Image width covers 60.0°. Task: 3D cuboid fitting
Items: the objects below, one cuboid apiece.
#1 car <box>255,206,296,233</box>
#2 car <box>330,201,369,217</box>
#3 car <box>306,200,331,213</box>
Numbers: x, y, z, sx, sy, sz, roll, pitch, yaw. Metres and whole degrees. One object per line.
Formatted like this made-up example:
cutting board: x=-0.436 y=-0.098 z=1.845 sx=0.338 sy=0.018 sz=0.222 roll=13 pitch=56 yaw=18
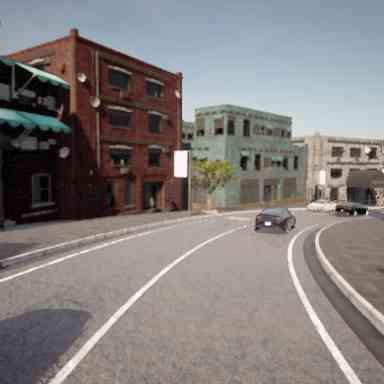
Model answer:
car: x=5.147 y=1.588 z=20.309 sx=1.812 sy=1.442 sz=4.674 roll=3 pitch=1 yaw=25
car: x=17.460 y=1.832 z=36.140 sx=5.008 sy=1.535 sz=1.882 roll=2 pitch=3 yaw=-41
car: x=15.343 y=1.637 z=39.129 sx=4.674 sy=1.442 sz=1.812 roll=1 pitch=3 yaw=-39
